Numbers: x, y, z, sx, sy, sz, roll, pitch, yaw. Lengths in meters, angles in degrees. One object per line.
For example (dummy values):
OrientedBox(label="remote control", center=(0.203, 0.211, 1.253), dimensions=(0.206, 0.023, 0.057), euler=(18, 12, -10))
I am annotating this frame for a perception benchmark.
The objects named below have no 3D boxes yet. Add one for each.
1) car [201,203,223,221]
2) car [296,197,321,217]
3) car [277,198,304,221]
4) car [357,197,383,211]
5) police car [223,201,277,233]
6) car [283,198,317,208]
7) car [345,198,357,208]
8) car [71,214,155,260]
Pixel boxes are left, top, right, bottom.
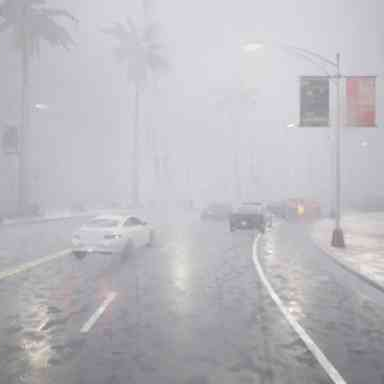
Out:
OrientedBox(label="car", center=(2.369, 1.559, 27.218), dimensions=(1.994, 1.385, 4.181), euler=(0, 0, 29))
OrientedBox(label="car", center=(10.467, 1.345, 31.449), dimensions=(2.097, 1.767, 4.553), euler=(0, 0, 41))
OrientedBox(label="car", center=(7.420, 1.501, 27.352), dimensions=(1.837, 1.490, 4.892), euler=(0, 0, 33))
OrientedBox(label="car", center=(23.472, 1.344, 41.166), dimensions=(4.553, 1.767, 2.097), euler=(0, 0, -15))
OrientedBox(label="police car", center=(3.589, 1.422, 19.761), dimensions=(1.930, 1.638, 5.238), euler=(0, 0, 20))
OrientedBox(label="car", center=(16.022, 1.592, 49.366), dimensions=(4.718, 1.301, 1.895), euler=(0, 0, -23))
OrientedBox(label="car", center=(24.727, 1.484, 48.437), dimensions=(4.902, 1.511, 2.128), euler=(0, 0, -11))
OrientedBox(label="car", center=(-2.745, 1.524, 12.340), dimensions=(1.812, 1.442, 4.674), euler=(0, -1, 8))
